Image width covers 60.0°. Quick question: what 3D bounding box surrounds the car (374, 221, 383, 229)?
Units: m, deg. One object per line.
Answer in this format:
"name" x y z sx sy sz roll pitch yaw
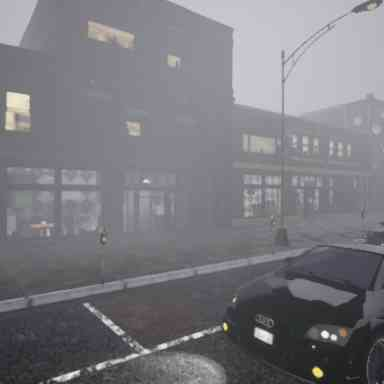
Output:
"car" 8.309 1.446 12.476 4.313 1.339 1.947 -1 1 -35

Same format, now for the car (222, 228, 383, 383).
"car" 2.478 1.522 5.148 4.181 1.385 1.994 -1 0 -35
